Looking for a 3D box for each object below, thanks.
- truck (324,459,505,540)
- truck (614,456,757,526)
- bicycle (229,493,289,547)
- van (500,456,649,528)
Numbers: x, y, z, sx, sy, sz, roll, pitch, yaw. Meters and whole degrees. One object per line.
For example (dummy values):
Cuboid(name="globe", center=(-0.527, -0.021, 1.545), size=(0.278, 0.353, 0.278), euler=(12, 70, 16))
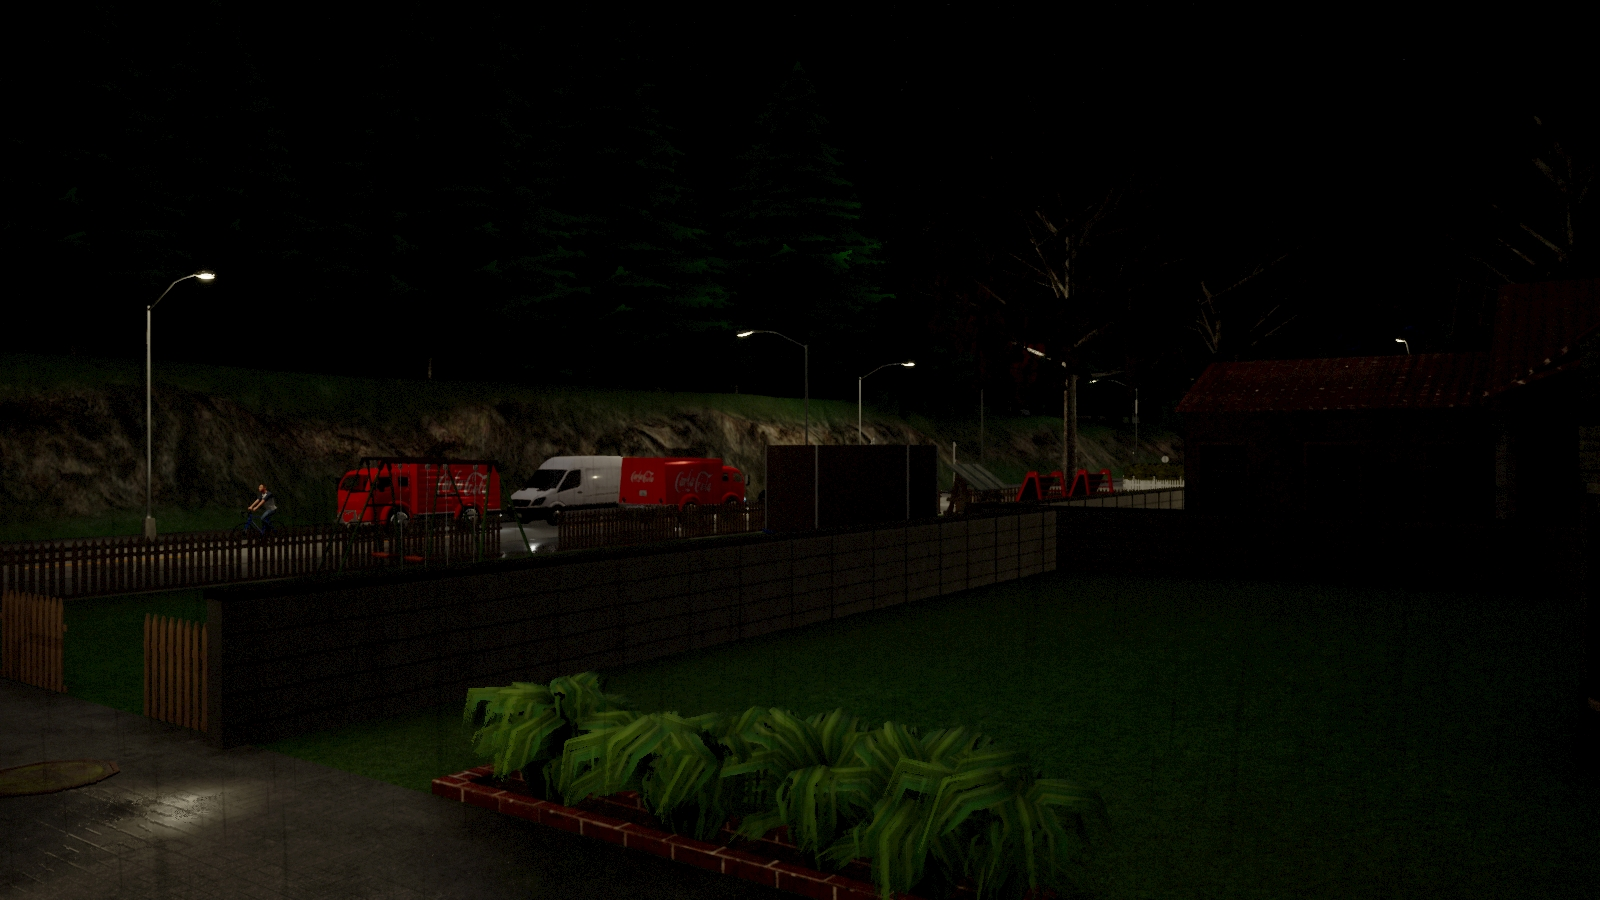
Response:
Cuboid(name="truck", center=(-12.825, 1.556, 38.322), size=(2.627, 2.467, 5.204), euler=(0, 0, 35))
Cuboid(name="truck", center=(-4.281, 1.535, 43.570), size=(2.627, 2.467, 5.204), euler=(0, -2, 35))
Cuboid(name="bicycle", center=(-15.989, 2.043, 33.811), size=(0.373, 1.496, 1.643), euler=(0, 0, 35))
Cuboid(name="van", center=(-8.627, 1.522, 44.299), size=(1.988, 2.561, 5.915), euler=(0, 0, 35))
